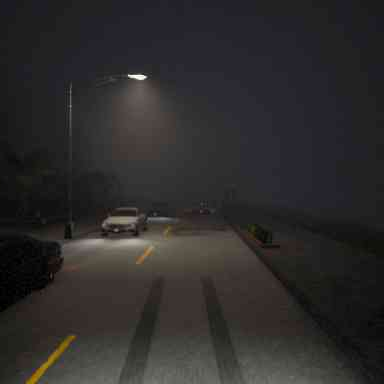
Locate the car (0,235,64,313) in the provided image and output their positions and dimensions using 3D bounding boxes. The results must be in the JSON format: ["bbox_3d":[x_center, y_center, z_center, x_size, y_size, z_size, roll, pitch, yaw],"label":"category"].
[{"bbox_3d":[-4.275,1.614,6.645,2.033,1.411,5.357,2,0,-2],"label":"car"}]

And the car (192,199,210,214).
[{"bbox_3d":[1.014,1.728,36.404,1.895,1.301,4.718,0,0,1],"label":"car"}]

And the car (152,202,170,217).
[{"bbox_3d":[-3.239,1.661,32.750,2.033,1.411,5.357,0,0,2],"label":"car"}]

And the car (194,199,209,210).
[{"bbox_3d":[1.320,1.714,47.731,2.033,1.411,5.357,0,0,0],"label":"car"}]

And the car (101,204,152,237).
[{"bbox_3d":[-3.624,1.590,18.579,1.812,1.442,4.674,0,0,2],"label":"car"}]
